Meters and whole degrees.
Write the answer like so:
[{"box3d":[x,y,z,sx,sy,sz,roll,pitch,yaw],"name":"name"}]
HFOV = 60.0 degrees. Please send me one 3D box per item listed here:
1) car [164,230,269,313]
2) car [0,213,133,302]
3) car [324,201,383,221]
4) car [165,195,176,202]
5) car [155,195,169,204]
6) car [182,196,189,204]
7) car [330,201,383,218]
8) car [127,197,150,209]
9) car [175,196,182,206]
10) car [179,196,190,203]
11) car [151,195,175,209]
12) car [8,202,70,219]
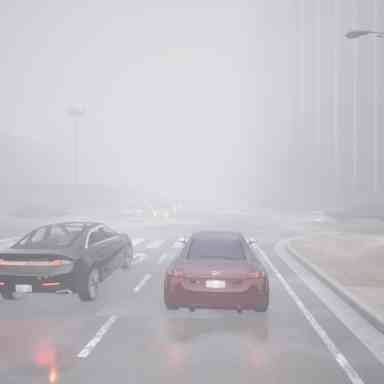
[{"box3d":[0.576,1.564,7.759,1.994,1.385,4.181,0,0,5],"name":"car"},{"box3d":[-2.824,1.492,8.303,2.128,1.511,4.902,0,0,4],"name":"car"},{"box3d":[13.732,1.603,27.173,5.357,1.411,2.033,0,0,4],"name":"car"},{"box3d":[-4.882,1.524,76.212,1.812,1.442,4.674,0,0,4],"name":"car"},{"box3d":[-5.815,1.478,64.432,1.882,1.535,5.008,0,0,5],"name":"car"},{"box3d":[-2.432,1.491,62.938,2.128,1.511,4.902,0,0,5],"name":"car"},{"box3d":[15.512,1.560,30.548,4.892,1.490,1.837,0,0,4],"name":"car"},{"box3d":[-7.345,1.526,44.745,1.812,1.442,4.674,0,0,4],"name":"car"},{"box3d":[-3.175,1.526,53.439,1.812,1.442,4.674,0,0,4],"name":"car"},{"box3d":[-1.642,1.552,72.625,1.994,1.385,4.181,0,0,4],"name":"car"},{"box3d":[-3.855,1.526,44.485,1.812,1.442,4.674,0,0,4],"name":"car"},{"box3d":[-13.330,1.591,29.026,5.357,1.411,2.033,-1,0,16],"name":"car"}]
